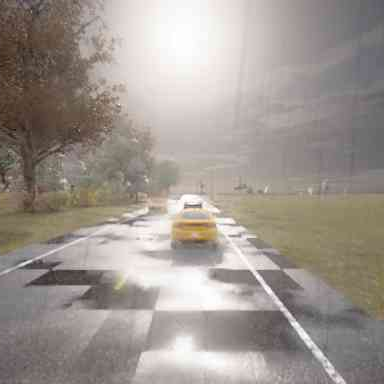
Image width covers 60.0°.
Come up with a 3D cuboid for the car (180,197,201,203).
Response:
[{"bbox_3d":[0.109,1.487,32.613,2.128,1.511,4.902,0,0,0],"label":"car"}]

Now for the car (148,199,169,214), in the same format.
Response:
[{"bbox_3d":[-3.585,1.474,36.059,1.882,1.535,5.008,0,0,0],"label":"car"}]

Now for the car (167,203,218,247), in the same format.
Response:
[{"bbox_3d":[0.107,1.475,15.031,1.882,1.535,5.008,0,0,0],"label":"car"}]

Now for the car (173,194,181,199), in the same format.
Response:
[{"bbox_3d":[-3.480,1.280,78.247,1.812,1.442,4.674,0,0,0],"label":"car"}]
